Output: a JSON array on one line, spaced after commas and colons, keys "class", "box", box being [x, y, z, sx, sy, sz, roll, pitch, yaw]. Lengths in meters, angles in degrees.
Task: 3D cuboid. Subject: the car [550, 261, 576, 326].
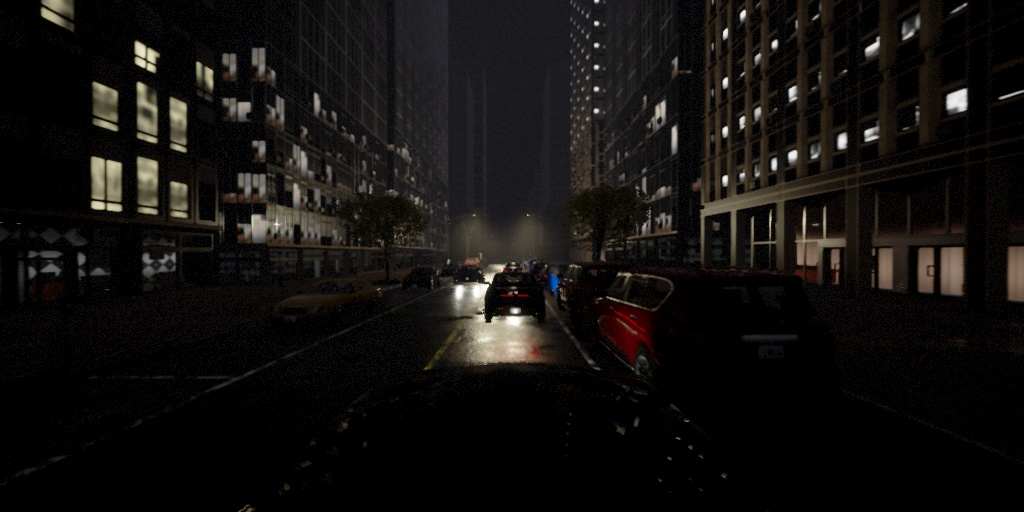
[{"class": "car", "box": [2.690, 1.094, 11.776, 2.192, 1.841, 5.009, 0, 0, 0]}]

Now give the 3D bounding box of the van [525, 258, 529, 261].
[{"class": "van", "box": [2.694, 1.200, 40.194, 1.690, 1.789, 3.998, 0, 0, 0]}]

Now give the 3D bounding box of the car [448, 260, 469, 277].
[{"class": "car", "box": [-5.687, 1.394, 34.512, 2.007, 1.370, 4.403, 0, 0, 0]}]

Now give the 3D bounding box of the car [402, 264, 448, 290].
[{"class": "car", "box": [-5.689, 1.378, 23.144, 1.948, 1.339, 4.313, 0, 0, 0]}]

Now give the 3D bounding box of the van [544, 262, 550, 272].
[{"class": "van", "box": [2.691, 1.137, 17.460, 1.690, 1.789, 3.998, 0, 0, 0]}]

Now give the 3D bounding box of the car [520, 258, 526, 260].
[{"class": "car", "box": [2.697, 1.456, 57.245, 2.007, 1.370, 4.403, 0, 0, 0]}]

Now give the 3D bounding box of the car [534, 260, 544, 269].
[{"class": "car", "box": [2.692, 1.252, 23.143, 1.967, 1.591, 4.097, 0, 0, 0]}]

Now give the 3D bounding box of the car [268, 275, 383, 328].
[{"class": "car", "box": [-5.690, 1.305, 11.607, 1.751, 1.417, 4.829, 0, 0, 0]}]

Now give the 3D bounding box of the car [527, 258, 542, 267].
[{"class": "car", "box": [2.693, 1.283, 34.510, 1.967, 1.591, 4.097, 0, 0, 0]}]

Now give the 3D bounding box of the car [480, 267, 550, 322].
[{"class": "car", "box": [0.067, 1.286, 12.430, 1.837, 1.490, 4.892, 0, 0, -1]}]

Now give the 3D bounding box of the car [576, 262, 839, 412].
[{"class": "car", "box": [2.689, 1.078, 6.092, 2.192, 1.841, 5.009, 0, 0, 0]}]

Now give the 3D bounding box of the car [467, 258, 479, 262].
[{"class": "car", "box": [-5.686, 1.315, 45.879, 1.967, 1.591, 4.097, 0, 0, 0]}]

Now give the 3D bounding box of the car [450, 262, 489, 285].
[{"class": "car", "box": [-3.083, 1.386, 26.688, 1.994, 1.385, 4.181, 0, 0, 0]}]

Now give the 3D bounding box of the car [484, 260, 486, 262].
[{"class": "car", "box": [-5.685, 1.488, 57.246, 1.802, 1.307, 4.207, 0, 0, 0]}]

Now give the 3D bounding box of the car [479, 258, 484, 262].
[{"class": "car", "box": [-5.685, 1.205, 51.563, 2.192, 1.841, 5.009, 0, 0, 0]}]

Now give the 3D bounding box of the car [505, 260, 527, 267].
[{"class": "car", "box": [0.105, 1.391, 34.456, 2.033, 1.411, 5.357, 0, 0, 0]}]
